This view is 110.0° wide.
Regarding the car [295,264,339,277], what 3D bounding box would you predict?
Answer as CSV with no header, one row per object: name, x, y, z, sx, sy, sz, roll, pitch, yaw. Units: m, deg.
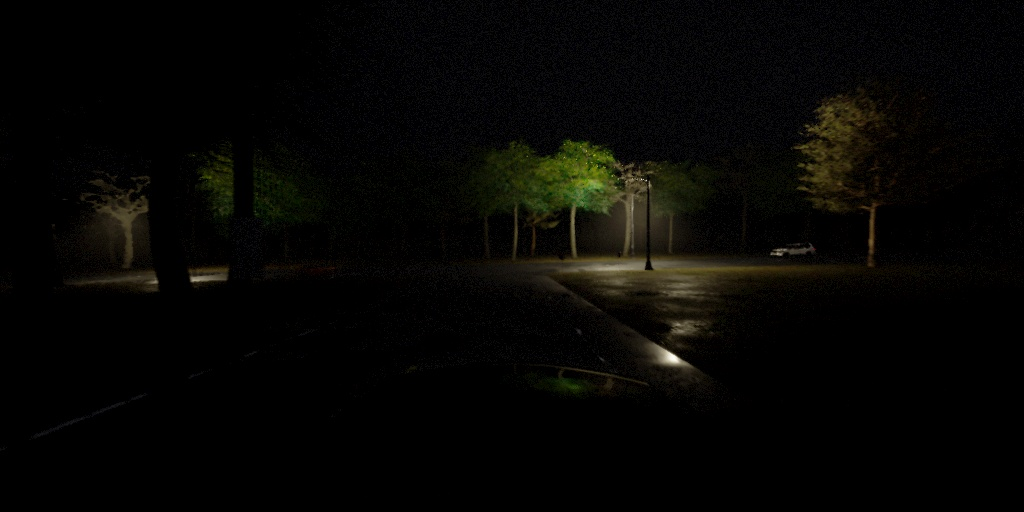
car,-24.579,1.714,45.311,5.008,1.535,1.882,-1,3,0
